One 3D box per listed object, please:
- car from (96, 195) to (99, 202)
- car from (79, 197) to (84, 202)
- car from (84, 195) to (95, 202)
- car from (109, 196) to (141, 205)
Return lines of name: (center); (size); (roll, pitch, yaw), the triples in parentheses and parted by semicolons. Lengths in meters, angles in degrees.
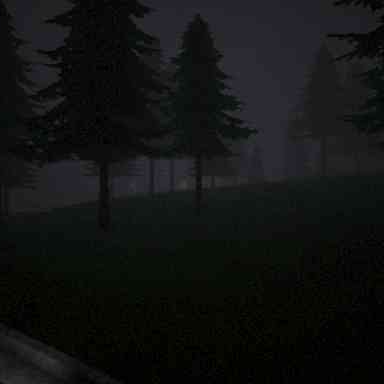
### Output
car: (-15.081, 1.616, 62.315); (1.895, 1.301, 4.718); (0, 0, 35)
car: (-23.665, 1.517, 76.202); (1.812, 1.442, 4.674); (0, 0, 35)
car: (-20.799, 1.471, 74.193); (1.882, 1.535, 5.008); (0, 0, 35)
car: (-12.232, 1.484, 60.281); (1.882, 1.535, 5.008); (0, 0, 35)
